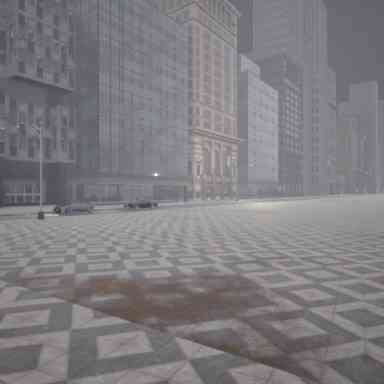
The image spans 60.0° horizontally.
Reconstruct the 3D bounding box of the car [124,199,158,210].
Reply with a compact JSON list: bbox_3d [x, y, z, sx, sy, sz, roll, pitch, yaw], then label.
[{"bbox_3d":[-6.639,1.599,43.249,1.895,1.301,4.718,0,0,36],"label":"car"}]

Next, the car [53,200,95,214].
[{"bbox_3d":[-12.414,1.576,35.142,1.994,1.385,4.181,0,0,37],"label":"car"}]
